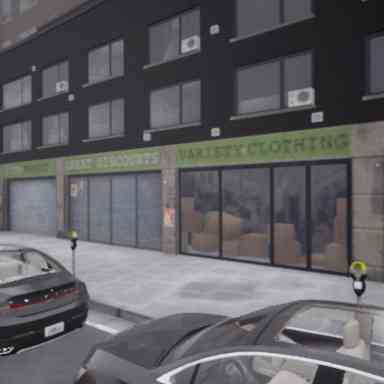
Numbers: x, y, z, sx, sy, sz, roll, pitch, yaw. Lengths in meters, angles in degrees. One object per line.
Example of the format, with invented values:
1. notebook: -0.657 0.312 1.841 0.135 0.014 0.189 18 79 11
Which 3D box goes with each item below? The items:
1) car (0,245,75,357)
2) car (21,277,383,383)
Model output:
1. car: -3.584 1.580 5.648 4.403 1.369 2.008 0 0 36
2. car: 0.908 1.554 2.433 4.403 1.369 2.008 0 0 36
